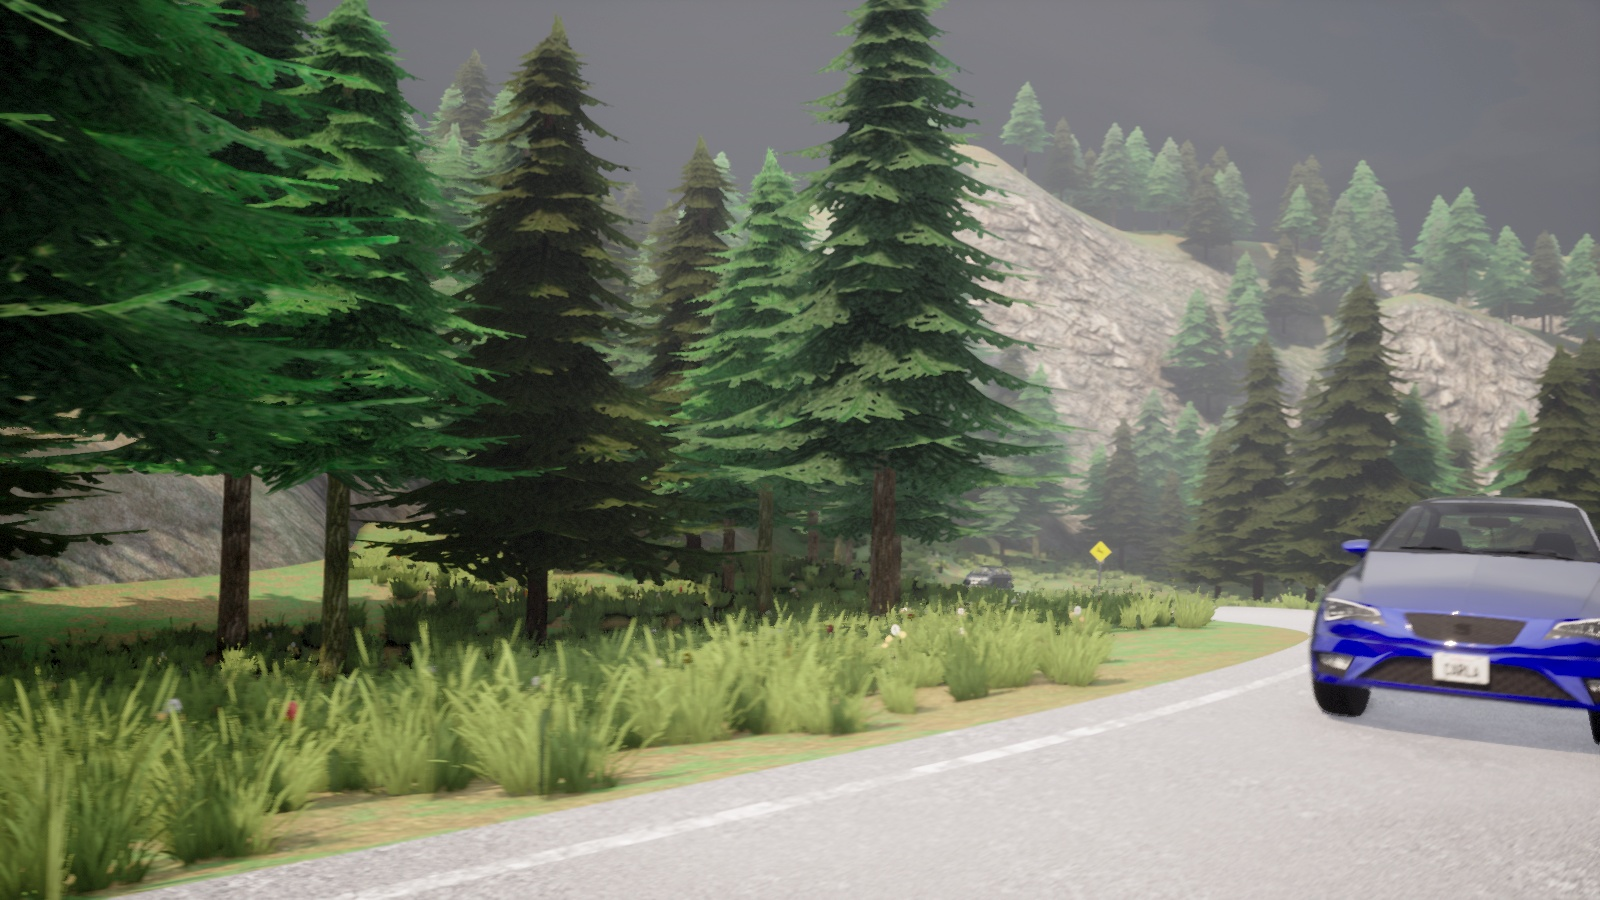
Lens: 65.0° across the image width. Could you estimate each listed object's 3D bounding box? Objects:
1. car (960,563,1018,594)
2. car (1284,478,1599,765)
[{"bbox_3d":[10.524,7.139,69.732,1.789,1.549,3.705,0,-6,33],"label":"car"},{"bbox_3d":[4.809,1.033,8.732,1.816,1.474,4.193,0,-3,33],"label":"car"}]
